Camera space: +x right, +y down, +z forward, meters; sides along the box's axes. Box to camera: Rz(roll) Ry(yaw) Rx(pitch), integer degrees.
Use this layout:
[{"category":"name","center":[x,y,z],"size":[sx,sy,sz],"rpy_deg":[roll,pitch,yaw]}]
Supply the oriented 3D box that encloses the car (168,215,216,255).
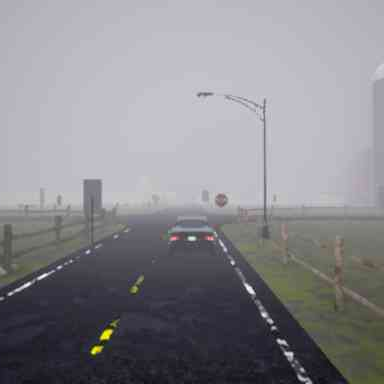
[{"category":"car","center":[0.002,1.681,13.990],"size":[2.033,1.411,5.357],"rpy_deg":[0,-1,0]}]

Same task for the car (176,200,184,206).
[{"category":"car","center":[-2.746,2.473,75.662],"size":[1.895,1.301,4.718],"rpy_deg":[0,-1,0]}]
